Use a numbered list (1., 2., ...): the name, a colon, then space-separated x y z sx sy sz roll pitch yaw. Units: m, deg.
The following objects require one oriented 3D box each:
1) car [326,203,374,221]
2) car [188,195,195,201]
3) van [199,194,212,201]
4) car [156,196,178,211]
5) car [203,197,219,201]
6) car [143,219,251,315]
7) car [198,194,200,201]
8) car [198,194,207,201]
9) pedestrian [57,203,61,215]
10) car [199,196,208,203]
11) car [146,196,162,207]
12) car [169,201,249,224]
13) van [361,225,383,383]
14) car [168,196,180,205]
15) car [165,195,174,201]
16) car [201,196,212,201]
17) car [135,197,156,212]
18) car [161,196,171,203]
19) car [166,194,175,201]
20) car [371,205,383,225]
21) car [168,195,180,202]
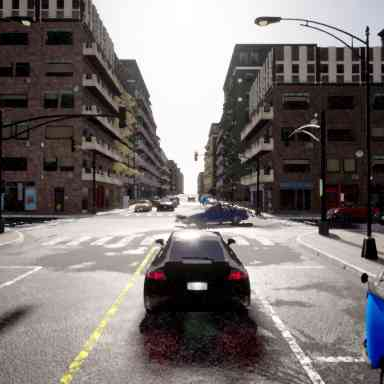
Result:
1. car: 13.595 1.608 28.189 4.097 1.590 1.967 0 -1 1
2. car: -0.135 1.559 80.516 2.128 1.511 4.902 0 0 0
3. van: 2.611 1.363 56.913 1.690 1.788 3.998 1 0 0
4. car: -3.167 1.578 40.966 1.994 1.385 4.181 0 0 0
5. car: 2.636 1.580 39.986 1.947 1.339 4.313 1 0 0
6. car: 0.088 1.566 7.642 1.994 1.385 4.181 0 0 0
7. car: 2.589 1.553 68.369 1.752 1.417 4.829 1 0 0
8. car: 2.565 1.352 85.126 2.192 1.841 5.009 1 0 0
9. pedestrian: -12.591 1.597 31.395 0.500 1.100 0.500 0 -1 1
10. car: 2.579 1.612 73.841 1.802 1.307 4.206 1 0 0
11. car: -5.761 1.459 51.257 1.967 1.590 4.097 1 0 0
12. car: 1.440 1.553 22.923 5.357 1.411 2.033 0 0 -33
13. van: 2.671 1.342 2.039 1.690 1.788 3.998 1 0 0
14. car: -3.170 1.501 60.059 1.882 1.535 5.008 0 0 0
15. car: -5.819 1.588 85.113 2.008 1.369 4.403 1 0 0
16. car: 2.627 1.567 45.628 2.008 1.369 4.403 1 0 0
17. car: -5.743 1.539 39.801 1.752 1.417 4.829 1 0 0
18. car: -5.800 1.575 73.828 1.887 1.381 4.507 1 0 0
19. car: -5.827 1.481 90.756 1.967 1.590 4.097 1 0 0
20. car: 13.505 1.583 19.807 4.313 1.339 1.947 0 -1 1
21. car: -3.179 1.496 49.683 1.882 1.535 5.008 0 0 0
